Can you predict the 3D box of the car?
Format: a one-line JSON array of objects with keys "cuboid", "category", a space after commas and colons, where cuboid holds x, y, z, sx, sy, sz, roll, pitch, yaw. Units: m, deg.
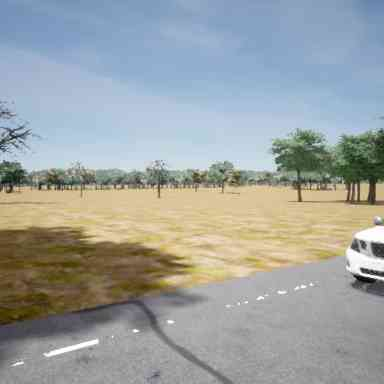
[{"cuboid": [6.256, 1.225, 8.454, 5.566, 2.045, 2.150, 0, 0, -35], "category": "car"}]
